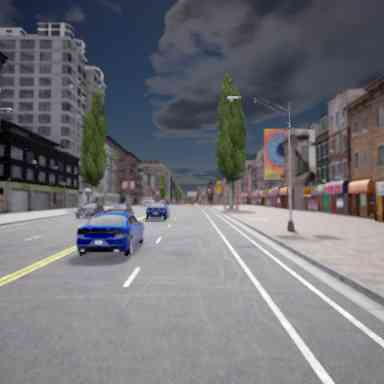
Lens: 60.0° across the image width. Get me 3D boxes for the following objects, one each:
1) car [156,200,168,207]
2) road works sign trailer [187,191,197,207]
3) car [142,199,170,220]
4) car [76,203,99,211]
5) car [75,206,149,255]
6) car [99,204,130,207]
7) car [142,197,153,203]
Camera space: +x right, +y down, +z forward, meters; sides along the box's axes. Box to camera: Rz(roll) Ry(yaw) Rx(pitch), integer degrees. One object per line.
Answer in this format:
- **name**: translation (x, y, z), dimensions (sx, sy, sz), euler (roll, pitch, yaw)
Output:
- **car**: translation (-6.477, 2.452, 71.680), dimensions (2.033, 1.411, 5.357), euler (0, -1, 0)
- **road works sign trailer**: translation (0.024, 1.514, 74.989), dimensions (2.380, 3.560, 2.880), euler (0, -1, 0)
- **car**: translation (-3.142, 1.723, 31.311), dimensions (1.882, 1.535, 5.008), euler (0, -1, 0)
- **car**: translation (-9.834, 1.783, 32.489), dimensions (1.812, 1.442, 4.674), euler (0, -1, 0)
- **car**: translation (-3.147, 1.565, 13.682), dimensions (1.882, 1.535, 5.008), euler (0, 0, 0)
- **car**: translation (-6.587, 1.783, 30.548), dimensions (2.033, 1.411, 5.357), euler (0, -1, 0)
- **car**: translation (-9.727, 2.188, 74.153), dimensions (2.150, 2.045, 5.566), euler (0, -1, 0)
